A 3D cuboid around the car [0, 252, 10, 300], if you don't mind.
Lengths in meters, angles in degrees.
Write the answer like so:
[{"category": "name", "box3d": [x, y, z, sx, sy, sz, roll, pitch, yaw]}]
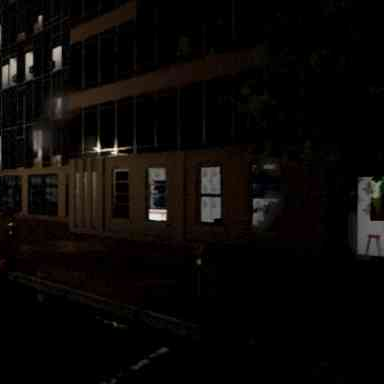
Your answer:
[{"category": "car", "box3d": [-5.595, 1.377, 6.860, 4.097, 1.590, 1.967, 1, 0, 35]}]
